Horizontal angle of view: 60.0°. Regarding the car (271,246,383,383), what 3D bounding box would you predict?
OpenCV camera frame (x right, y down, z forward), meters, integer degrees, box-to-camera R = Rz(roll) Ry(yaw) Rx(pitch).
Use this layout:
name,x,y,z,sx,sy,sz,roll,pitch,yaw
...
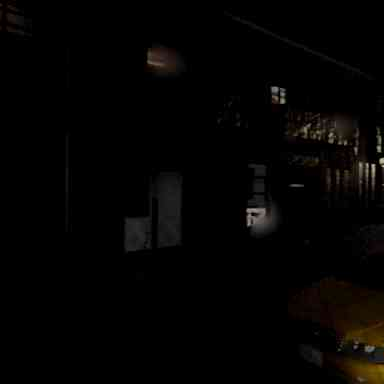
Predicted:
name,x,y,z,sx,sy,sz,roll,pitch,yaw
car,3.257,1.446,5.070,4.829,1.417,1.752,-1,2,-36
